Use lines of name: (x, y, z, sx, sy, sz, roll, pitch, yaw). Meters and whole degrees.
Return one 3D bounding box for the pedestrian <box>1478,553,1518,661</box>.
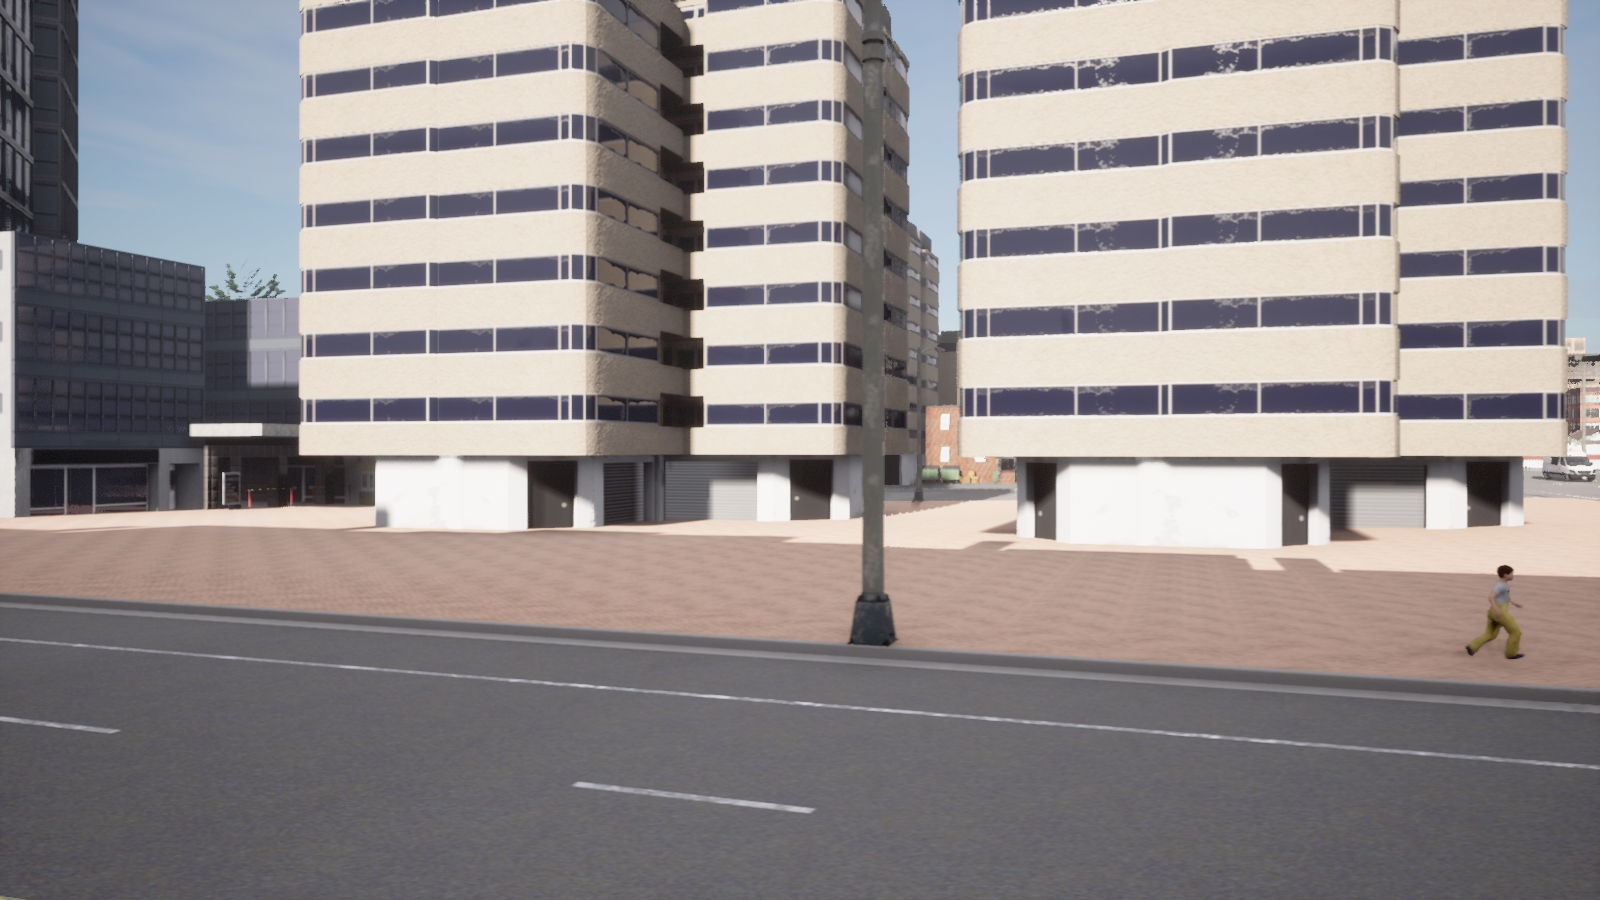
pedestrian: (8.849, 1.981, 14.495, 0.375, 1.300, 0.375, 0, 0, 21)
